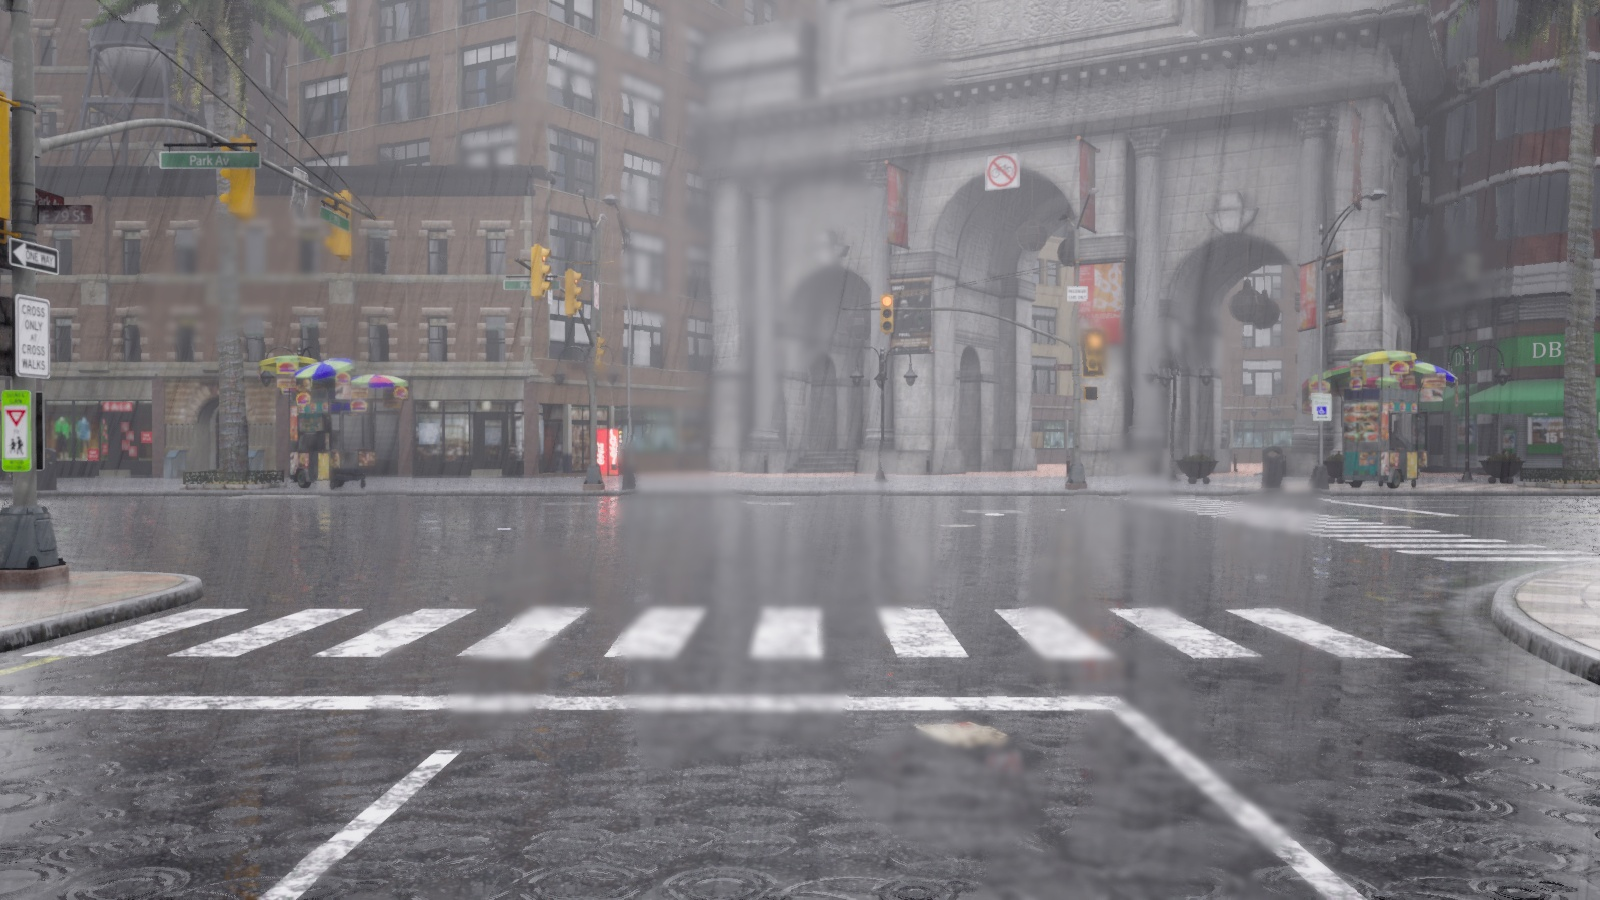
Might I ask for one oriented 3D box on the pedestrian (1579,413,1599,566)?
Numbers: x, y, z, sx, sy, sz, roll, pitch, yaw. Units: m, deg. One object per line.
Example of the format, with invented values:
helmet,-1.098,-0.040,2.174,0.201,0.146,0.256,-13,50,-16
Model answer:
pedestrian,10.166,0.476,15.200,0.874,1.855,0.900,0,0,-20
